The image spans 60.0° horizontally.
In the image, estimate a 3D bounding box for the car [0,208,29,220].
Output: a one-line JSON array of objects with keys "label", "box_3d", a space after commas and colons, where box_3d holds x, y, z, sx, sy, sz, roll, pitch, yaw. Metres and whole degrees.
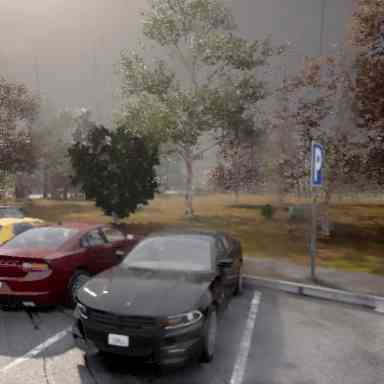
[{"label": "car", "box_3d": [-5.028, 1.412, 9.823, 1.946, 1.575, 5.366, 0, 0, 15]}]

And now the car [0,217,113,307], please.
[{"label": "car", "box_3d": [-2.640, 1.435, 7.941, 2.097, 1.535, 5.008, 0, 0, 15]}]

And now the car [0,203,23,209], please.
[{"label": "car", "box_3d": [-7.504, 1.265, 11.358, 2.185, 1.767, 4.553, 1, 0, 14]}]

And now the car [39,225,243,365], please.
[{"label": "car", "box_3d": [-0.193, 1.458, 6.243, 2.097, 1.535, 5.008, 1, 0, 15]}]
